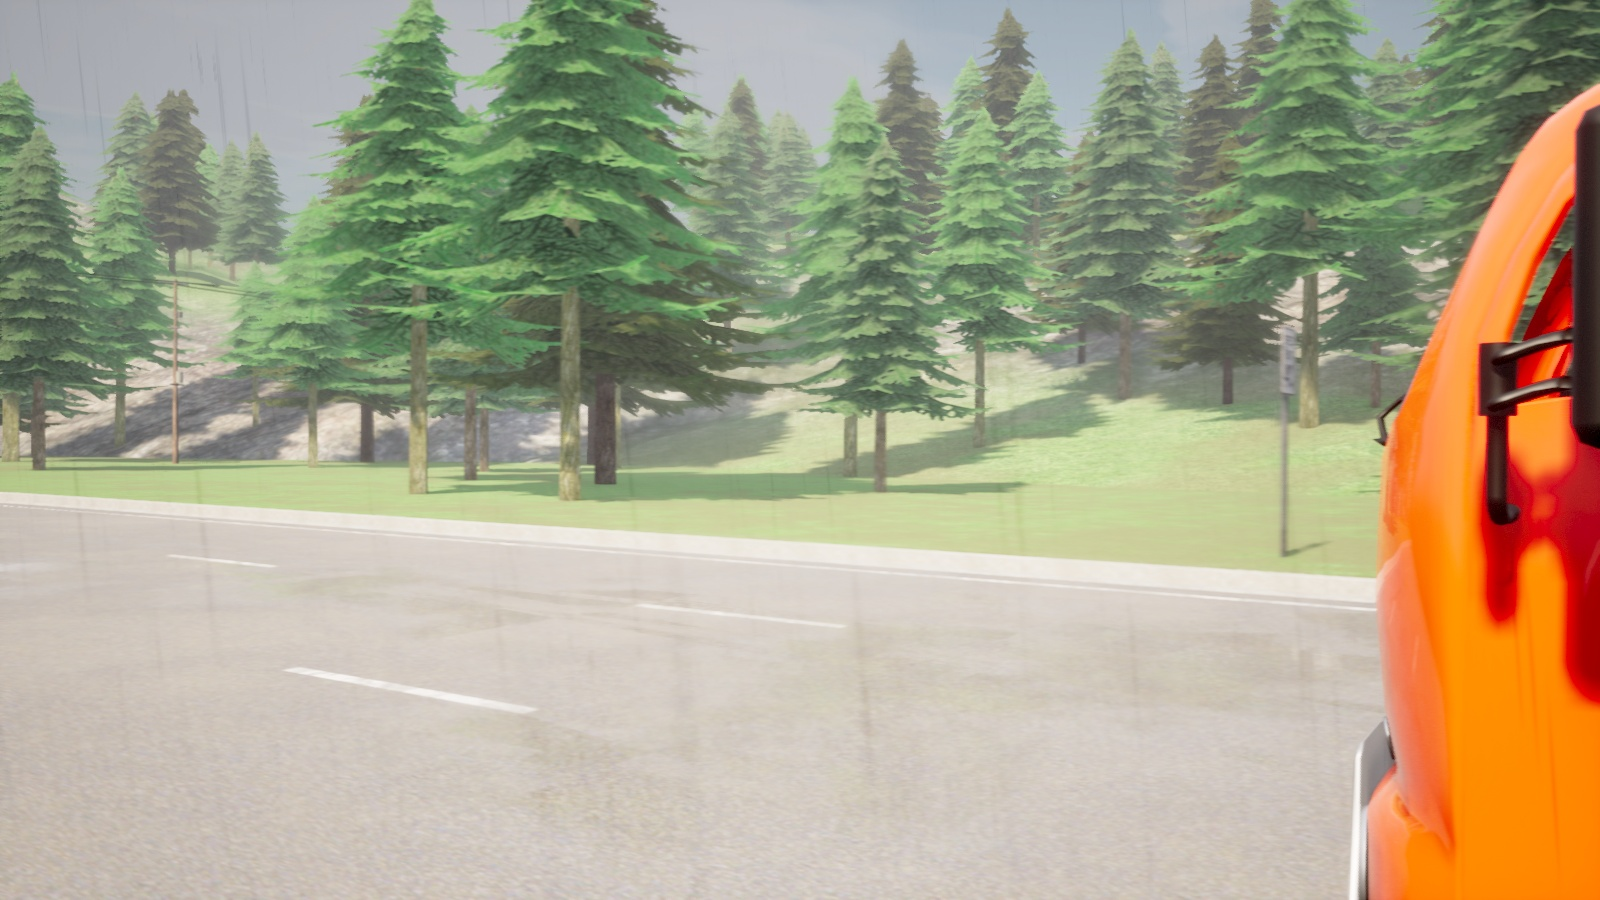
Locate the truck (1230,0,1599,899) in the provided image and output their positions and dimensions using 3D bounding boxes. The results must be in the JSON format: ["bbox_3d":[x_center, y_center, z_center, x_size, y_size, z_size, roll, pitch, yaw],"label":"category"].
[{"bbox_3d":[3.467,0.189,1.311,5.204,2.467,2.627,0,1,34],"label":"truck"}]
